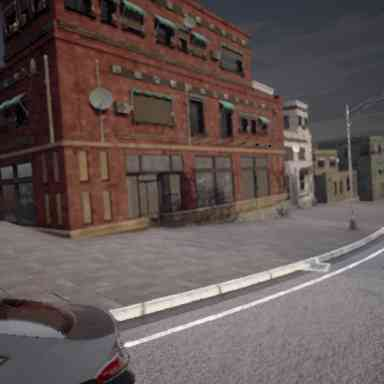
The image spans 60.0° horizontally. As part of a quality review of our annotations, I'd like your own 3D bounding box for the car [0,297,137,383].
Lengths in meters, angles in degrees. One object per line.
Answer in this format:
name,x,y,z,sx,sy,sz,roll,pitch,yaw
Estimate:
car,-2.637,1.538,2.077,4.674,1.442,1.812,0,0,-36
